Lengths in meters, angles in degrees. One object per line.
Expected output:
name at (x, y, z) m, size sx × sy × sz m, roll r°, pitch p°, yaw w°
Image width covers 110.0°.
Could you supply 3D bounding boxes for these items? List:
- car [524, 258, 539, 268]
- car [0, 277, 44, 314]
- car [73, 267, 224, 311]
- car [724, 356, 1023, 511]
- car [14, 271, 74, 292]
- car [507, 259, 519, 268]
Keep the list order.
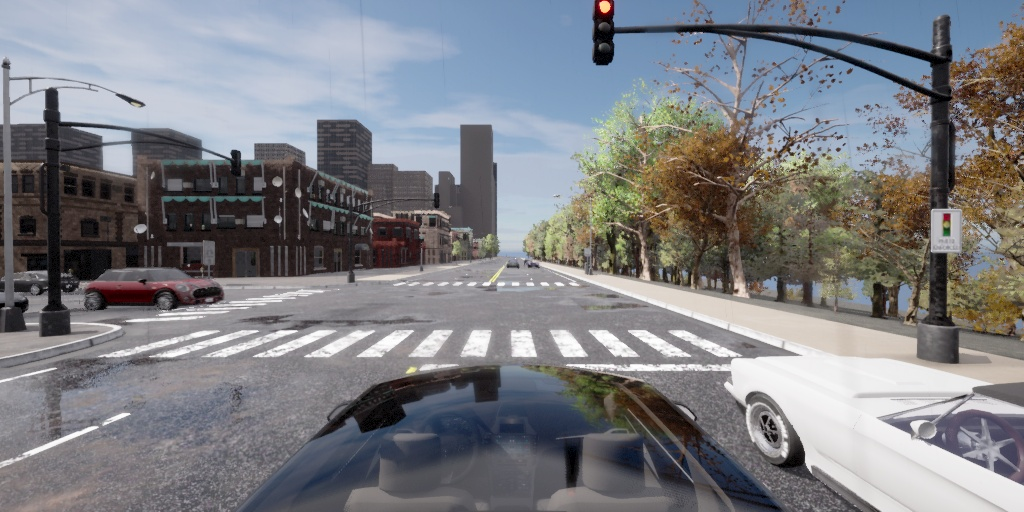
car at (3.414, 1.329, 59.620) m, size 1.895 × 1.301 × 4.718 m, roll 0°, pitch 0°, yaw 0°
car at (-19.935, 1.565, 12.589) m, size 4.313 × 1.339 × 1.948 m, roll 0°, pitch 0°, yaw 0°
car at (-14.841, 1.266, 15.046) m, size 4.553 × 1.767 × 2.097 m, roll -1°, pitch 1°, yaw 3°
car at (3.350, 1.351, 1.940) m, size 1.895 × 1.301 × 4.718 m, roll 0°, pitch 0°, yaw 0°
car at (-28.259, 1.560, 21.110) m, size 4.403 × 1.370 × 2.007 m, roll 0°, pitch 0°, yaw 0°
car at (0.165, 1.290, 59.710) m, size 1.994 × 1.385 × 4.181 m, roll 0°, pitch 0°, yaw 0°
